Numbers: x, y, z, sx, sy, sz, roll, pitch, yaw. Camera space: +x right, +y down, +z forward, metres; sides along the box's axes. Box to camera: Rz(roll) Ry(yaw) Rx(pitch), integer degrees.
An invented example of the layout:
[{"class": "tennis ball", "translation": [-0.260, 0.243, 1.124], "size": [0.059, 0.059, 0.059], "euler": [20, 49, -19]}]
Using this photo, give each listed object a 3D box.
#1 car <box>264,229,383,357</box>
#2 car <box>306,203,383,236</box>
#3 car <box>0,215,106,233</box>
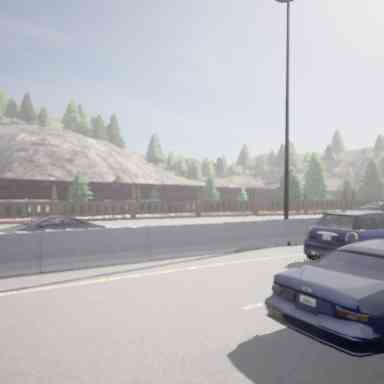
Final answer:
[{"class": "car", "translation": [3.782, 1.564, 5.865], "size": [5.357, 1.411, 2.033], "euler": [0, 0, -30]}, {"class": "car", "translation": [5.899, 1.386, 10.886], "size": [4.553, 1.767, 2.097], "euler": [0, 0, -27]}, {"class": "car", "translation": [-5.397, 1.585, 12.699], "size": [4.181, 1.385, 1.994], "euler": [0, 0, -32]}]
